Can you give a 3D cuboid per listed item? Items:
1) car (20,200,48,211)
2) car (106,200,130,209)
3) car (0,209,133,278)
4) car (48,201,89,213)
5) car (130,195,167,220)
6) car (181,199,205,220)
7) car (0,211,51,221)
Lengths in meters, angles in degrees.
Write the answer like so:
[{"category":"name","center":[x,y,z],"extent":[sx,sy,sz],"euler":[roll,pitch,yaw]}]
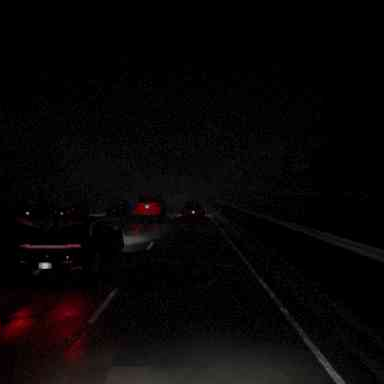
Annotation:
[{"category":"car","center":[-13.924,1.522,30.615],"extent":[1.837,1.490,4.892],"euler":[0,1,0]},{"category":"car","center":[-6.917,1.494,32.177],"extent":[1.882,1.535,5.008],"euler":[0,0,0]},{"category":"car","center":[-3.400,1.496,10.118],"extent":[2.128,1.511,4.902],"euler":[0,0,0]},{"category":"car","center":[-10.436,1.540,28.983],"extent":[1.812,1.442,4.674],"euler":[0,0,0]},{"category":"car","center":[-3.437,1.239,28.231],"extent":[2.150,2.045,5.566],"euler":[0,0,0]},{"category":"car","center":[0.100,1.580,28.637],"extent":[1.994,1.385,4.181],"euler":[0,0,0]},{"category":"car","center":[-6.900,1.570,11.631],"extent":[1.994,1.385,4.181],"euler":[0,0,0]}]
